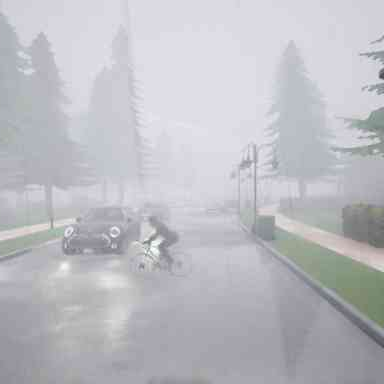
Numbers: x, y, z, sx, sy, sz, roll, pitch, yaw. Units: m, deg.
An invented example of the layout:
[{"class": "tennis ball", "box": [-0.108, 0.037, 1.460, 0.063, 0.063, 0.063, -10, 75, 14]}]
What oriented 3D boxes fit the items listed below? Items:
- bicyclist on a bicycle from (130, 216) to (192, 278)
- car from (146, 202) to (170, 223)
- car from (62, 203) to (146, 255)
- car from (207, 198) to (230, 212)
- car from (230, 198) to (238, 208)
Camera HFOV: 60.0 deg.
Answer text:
[{"class": "bicyclist on a bicycle", "box": [-0.822, 1.451, 8.652, 1.656, 1.620, 0.582, -2, 0, 1]}, {"class": "car", "box": [-2.805, 1.492, 24.663, 2.128, 1.511, 4.902, 0, 0, 5]}, {"class": "car", "box": [-3.355, 1.351, 13.187, 2.097, 1.767, 4.553, 0, 0, 2]}, {"class": "car", "box": [2.870, 1.525, 37.989, 1.812, 1.442, 4.674, 0, 0, 13]}, {"class": "car", "box": [5.750, 1.563, 49.076, 1.994, 1.385, 4.181, 0, 0, 18]}]
